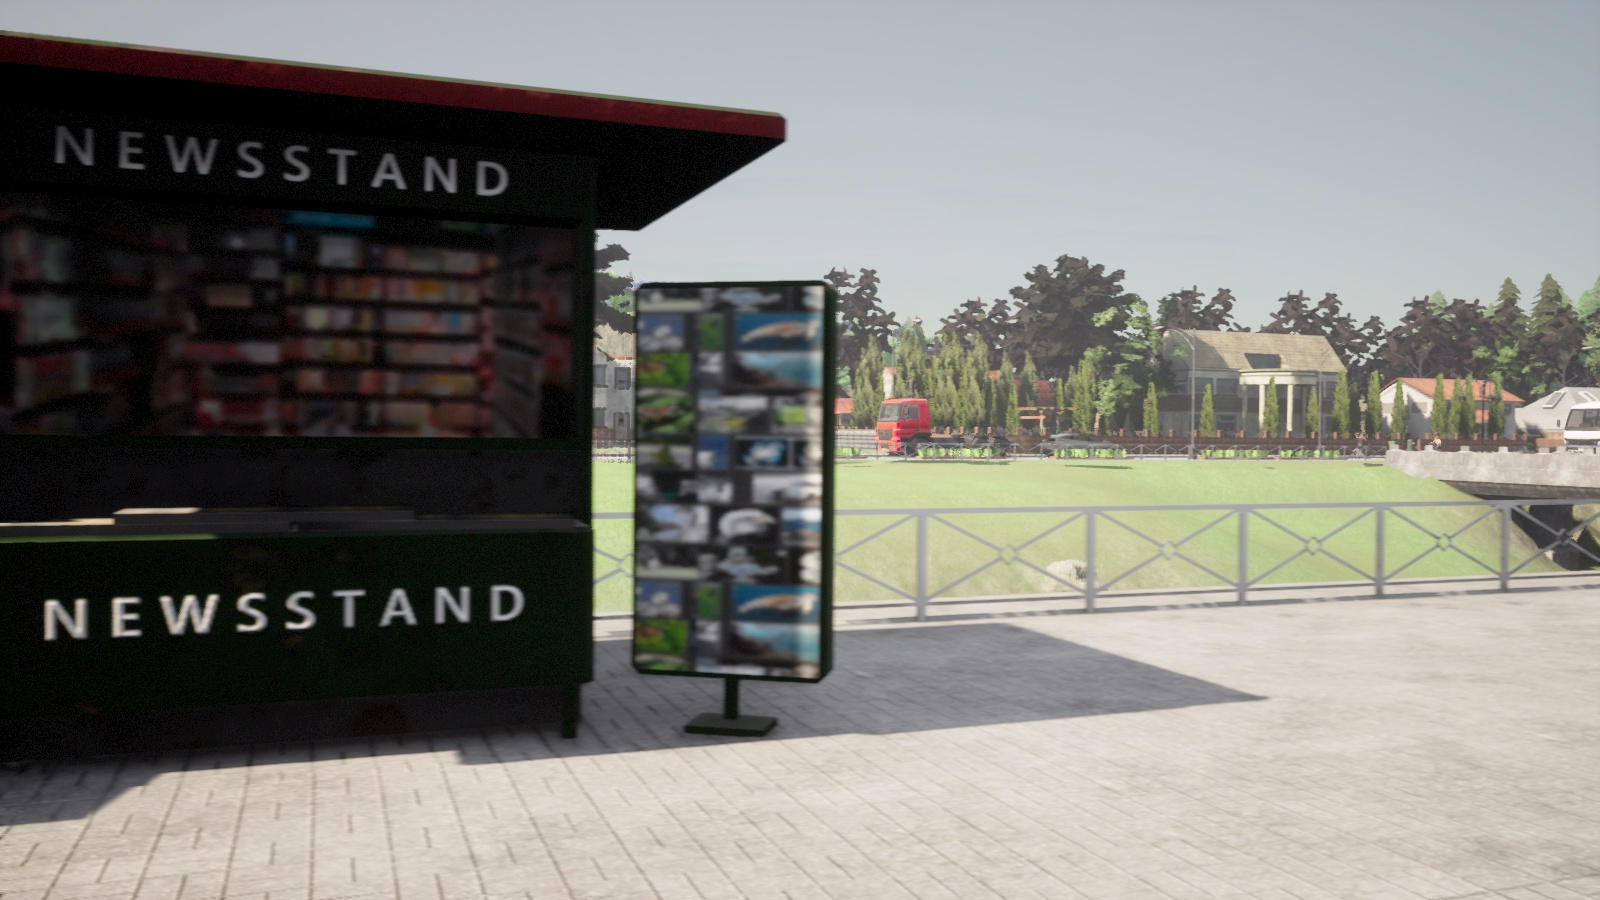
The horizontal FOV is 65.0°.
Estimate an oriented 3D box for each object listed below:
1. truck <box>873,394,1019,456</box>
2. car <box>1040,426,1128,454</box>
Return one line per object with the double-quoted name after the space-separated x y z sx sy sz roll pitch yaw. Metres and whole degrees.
8.472 -1.463 72.967 7.936 3.462 2.891 -1 1 -21 "truck"
16.199 -0.596 71.632 4.514 1.525 2.007 -1 1 -21 "car"
